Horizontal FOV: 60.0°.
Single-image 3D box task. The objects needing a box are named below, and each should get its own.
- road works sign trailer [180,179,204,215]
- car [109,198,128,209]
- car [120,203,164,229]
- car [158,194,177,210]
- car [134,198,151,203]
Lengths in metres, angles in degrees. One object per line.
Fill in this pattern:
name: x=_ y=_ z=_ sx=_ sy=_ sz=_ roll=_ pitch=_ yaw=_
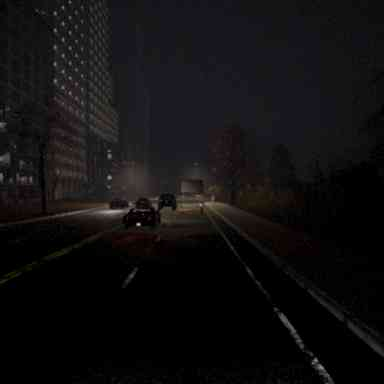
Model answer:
road works sign trailer: x=-0.006 y=0.493 z=33.877 sx=2.380 sy=3.560 sz=2.880 roll=0 pitch=0 yaw=0
car: x=-9.823 y=1.532 z=44.827 sx=2.128 sy=1.511 sz=4.902 roll=0 pitch=0 yaw=0
car: x=-3.153 y=1.618 z=21.816 sx=1.895 sy=1.301 sz=4.718 roll=0 pitch=0 yaw=0
car: x=-3.157 y=1.260 z=43.589 sx=2.150 sy=2.045 sz=5.566 roll=0 pitch=0 yaw=0
car: x=-6.573 y=1.545 z=44.828 sx=1.837 sy=1.490 sz=4.892 roll=0 pitch=0 yaw=0
